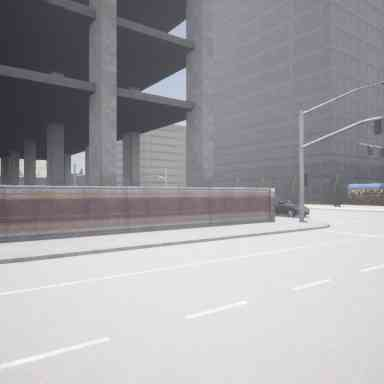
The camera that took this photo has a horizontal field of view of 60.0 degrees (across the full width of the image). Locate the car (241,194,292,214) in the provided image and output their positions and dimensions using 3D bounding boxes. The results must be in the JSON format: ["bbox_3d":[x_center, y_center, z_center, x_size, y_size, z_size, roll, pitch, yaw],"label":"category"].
[{"bbox_3d":[8.223,1.221,37.318,2.150,2.045,5.566,0,0,-36],"label":"car"}]

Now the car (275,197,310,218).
[{"bbox_3d":[8.547,1.505,30.860,1.837,1.490,4.892,0,0,-35],"label":"car"}]
